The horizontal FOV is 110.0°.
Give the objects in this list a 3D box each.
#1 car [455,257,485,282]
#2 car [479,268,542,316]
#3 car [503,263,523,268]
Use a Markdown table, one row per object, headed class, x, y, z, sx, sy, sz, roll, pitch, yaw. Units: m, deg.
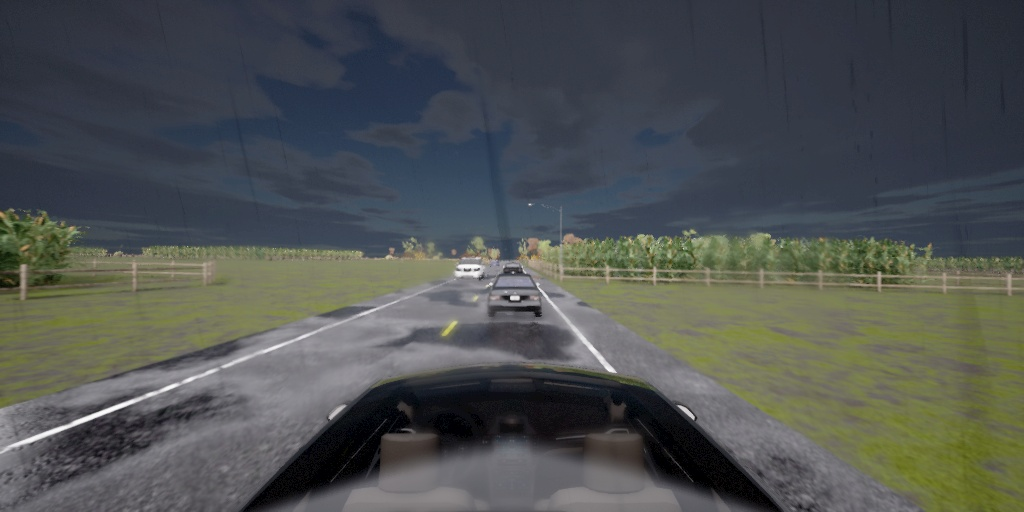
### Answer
| class | x | y | z | sx | sy | sz | roll | pitch | yaw |
| --- | --- | --- | --- | --- | --- | --- | --- | --- | --- |
| car | -3.596 | 1.121 | 31.648 | 2.150 | 2.045 | 5.566 | 0 | 0 | 0 |
| car | 0.095 | 1.357 | 13.575 | 2.033 | 1.411 | 5.357 | 0 | 0 | 0 |
| car | 0.103 | 1.396 | 35.524 | 1.882 | 1.535 | 5.008 | 0 | 0 | 0 |
